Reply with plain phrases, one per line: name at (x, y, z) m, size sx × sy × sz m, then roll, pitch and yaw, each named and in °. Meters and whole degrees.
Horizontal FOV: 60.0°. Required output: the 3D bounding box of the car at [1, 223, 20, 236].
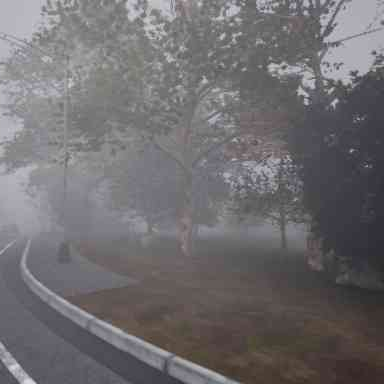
car at (-23.591, 4.864, 43.325) m, size 2.128 × 1.511 × 4.902 m, roll 1°, pitch -6°, yaw -25°
